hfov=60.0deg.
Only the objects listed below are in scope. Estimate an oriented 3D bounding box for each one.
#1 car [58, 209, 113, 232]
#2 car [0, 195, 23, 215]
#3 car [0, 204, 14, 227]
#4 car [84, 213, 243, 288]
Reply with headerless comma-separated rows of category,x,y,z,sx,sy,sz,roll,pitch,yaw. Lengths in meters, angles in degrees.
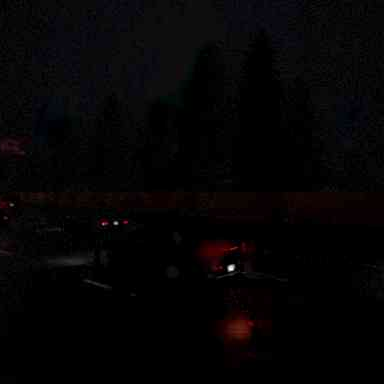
car,-5.664,1.651,18.825,2.033,1.411,5.357,1,-1,-45
car,-19.257,1.358,34.672,2.150,2.045,5.566,1,-1,-37
car,-13.806,1.683,22.413,1.895,1.301,4.718,1,-1,-42
car,-0.878,1.571,9.576,4.892,1.490,1.837,0,0,41
